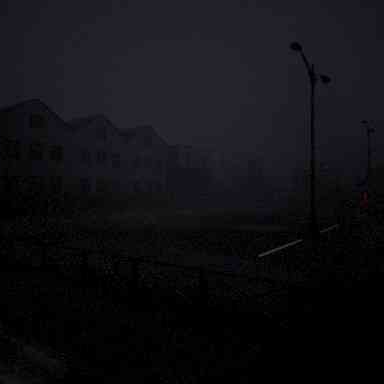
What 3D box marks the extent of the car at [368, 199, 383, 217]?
[{"bbox_3d":[15.481,1.298,26.779,2.007,1.523,4.514,0,0,35],"label":"car"}]
